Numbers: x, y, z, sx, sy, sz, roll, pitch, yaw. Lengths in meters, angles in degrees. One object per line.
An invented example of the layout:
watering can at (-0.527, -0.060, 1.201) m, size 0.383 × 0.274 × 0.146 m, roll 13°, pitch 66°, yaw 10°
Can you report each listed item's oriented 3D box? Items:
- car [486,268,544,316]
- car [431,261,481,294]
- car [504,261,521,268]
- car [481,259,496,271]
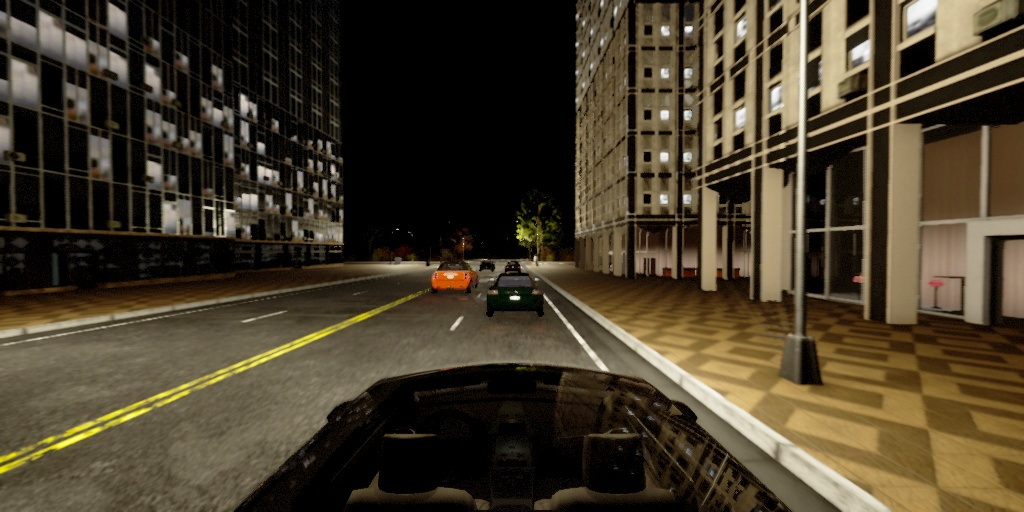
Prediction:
car at (0.098, 1.303, 13.417) m, size 1.994 × 1.385 × 4.181 m, roll 0°, pitch 0°, yaw 0°
car at (-3.152, 1.083, 20.467) m, size 2.097 × 1.767 × 4.553 m, roll 0°, pitch 0°, yaw 0°
car at (0.096, 1.252, 40.799) m, size 2.033 × 1.411 × 5.357 m, roll 0°, pitch 0°, yaw 0°
car at (-3.156, 1.185, 46.574) m, size 2.128 × 1.511 × 4.902 m, roll 0°, pitch 0°, yaw 0°
